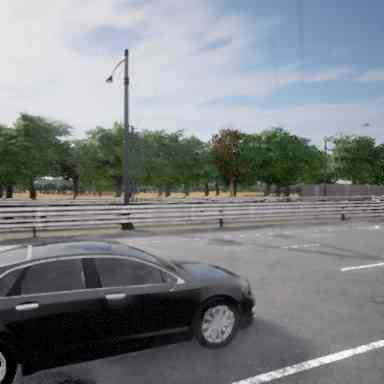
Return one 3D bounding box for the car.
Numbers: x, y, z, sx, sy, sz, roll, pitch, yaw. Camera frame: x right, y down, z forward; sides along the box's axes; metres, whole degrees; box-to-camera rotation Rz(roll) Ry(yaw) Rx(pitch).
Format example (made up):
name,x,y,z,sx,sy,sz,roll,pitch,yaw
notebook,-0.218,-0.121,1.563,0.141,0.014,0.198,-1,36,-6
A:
name,x,y,z,sx,sy,sz,roll,pitch,yaw
car,-1.348,1.485,4.864,4.892,1.490,1.837,0,0,-25
